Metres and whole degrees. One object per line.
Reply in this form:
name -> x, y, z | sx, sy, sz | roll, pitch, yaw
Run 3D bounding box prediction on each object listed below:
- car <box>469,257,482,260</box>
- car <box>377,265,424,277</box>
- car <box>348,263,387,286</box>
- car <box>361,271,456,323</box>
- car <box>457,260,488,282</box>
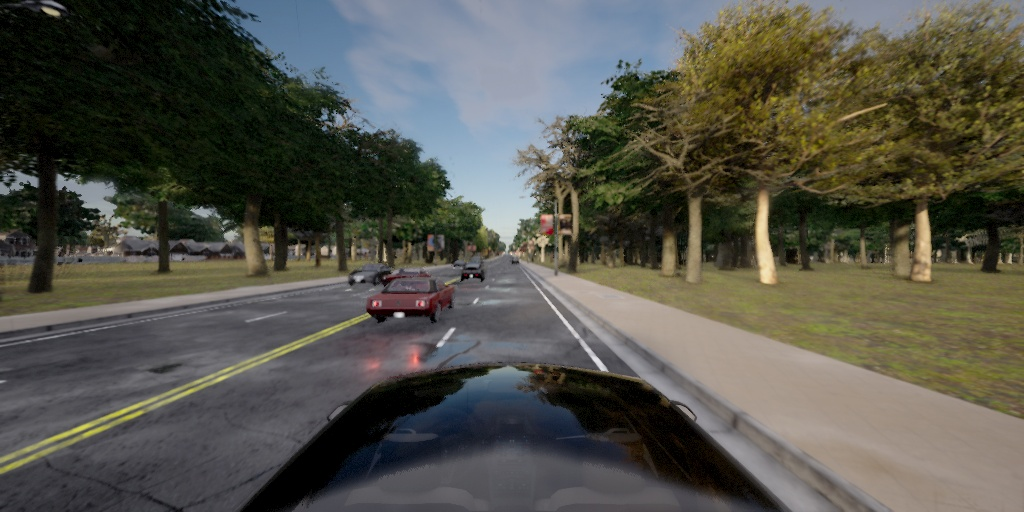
car -> -6.502, 1.123, 64.945 | 2.150, 2.045, 5.566 | 0, 0, 0
car -> -6.597, 1.387, 22.731 | 1.895, 1.301, 4.718 | 0, 0, 0
car -> -9.842, 1.283, 25.400 | 2.128, 1.511, 4.902 | 0, 0, 0
car -> -3.148, 1.367, 12.252 | 1.895, 1.301, 4.718 | 0, 0, 0
car -> -3.145, 1.307, 30.113 | 1.837, 1.490, 4.892 | 0, 0, 0
